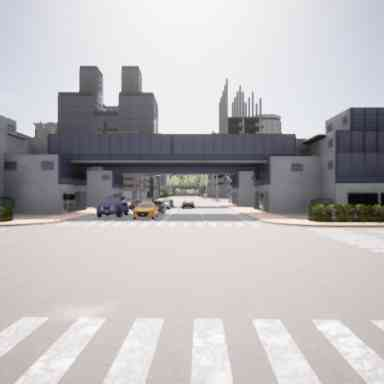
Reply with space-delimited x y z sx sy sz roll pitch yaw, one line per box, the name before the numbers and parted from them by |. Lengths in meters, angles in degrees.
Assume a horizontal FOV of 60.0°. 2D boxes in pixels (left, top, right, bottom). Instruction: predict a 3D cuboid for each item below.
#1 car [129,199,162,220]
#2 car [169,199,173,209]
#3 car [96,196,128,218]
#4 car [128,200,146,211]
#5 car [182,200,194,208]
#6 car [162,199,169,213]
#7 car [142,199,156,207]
car | -4.271 1.703 31.217 1.882 1.535 5.008 0 0 0
car | -4.270 1.875 49.916 1.812 1.442 4.674 0 0 0
car | -7.773 1.458 33.008 2.150 2.045 5.566 0 0 0
car | -7.762 1.860 47.609 1.812 1.442 4.674 0 -1 0
car | -0.594 1.981 54.590 1.895 1.301 4.718 0 0 0
car | -4.277 1.793 40.655 1.837 1.490 4.892 0 0 0
car | -7.759 1.945 60.404 1.812 1.442 4.674 0 0 0
